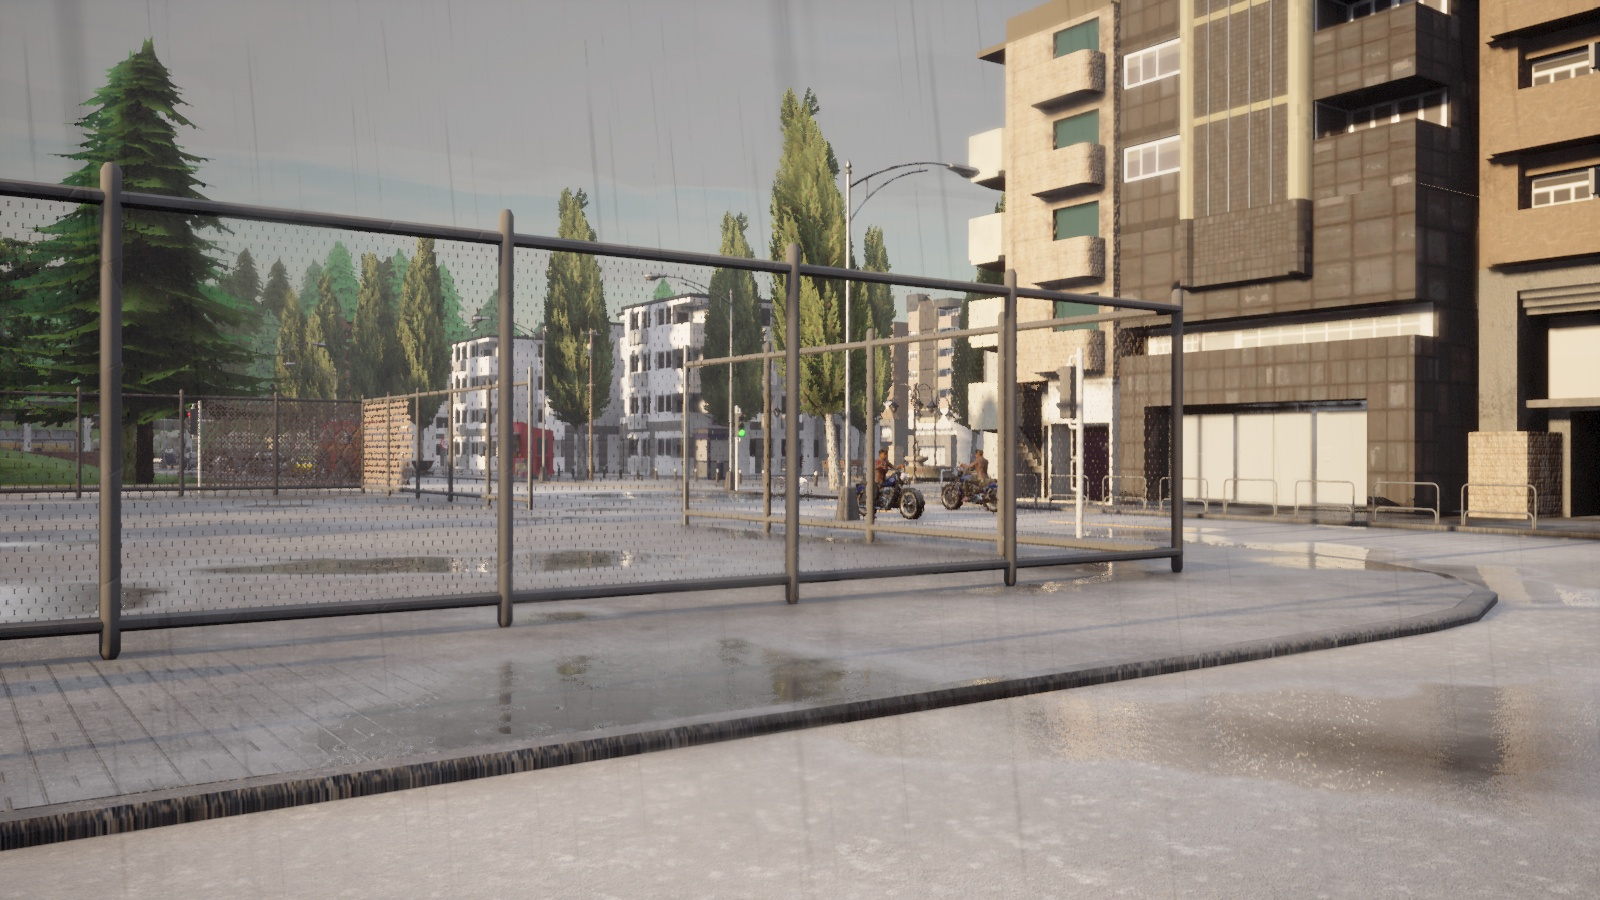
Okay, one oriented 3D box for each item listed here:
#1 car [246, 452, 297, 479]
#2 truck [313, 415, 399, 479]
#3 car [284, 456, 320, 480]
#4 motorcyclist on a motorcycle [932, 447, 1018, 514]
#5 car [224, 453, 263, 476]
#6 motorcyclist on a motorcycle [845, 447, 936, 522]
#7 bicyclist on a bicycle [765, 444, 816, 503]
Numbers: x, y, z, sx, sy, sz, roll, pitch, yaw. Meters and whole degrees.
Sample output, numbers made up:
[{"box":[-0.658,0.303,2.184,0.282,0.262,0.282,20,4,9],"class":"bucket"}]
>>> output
[{"box":[-33.676,0.940,79.935,2.033,1.649,4.856,0,0,-35],"class":"car"},{"box":[-27.867,-0.170,78.585,2.891,3.827,8.468,0,0,-35],"class":"truck"},{"box":[-29.076,1.039,73.325,1.481,1.376,2.207,0,0,-35],"class":"car"},{"box":[4.465,0.762,32.229,0.766,1.649,2.350,0,0,-35],"class":"motorcyclist on a motorcycle"},{"box":[-38.527,1.016,86.913,1.789,1.549,3.705,0,0,-35],"class":"car"},{"box":[2.035,0.759,28.723,0.766,1.649,2.350,0,0,-35],"class":"motorcyclist on a motorcycle"},{"box":[-0.305,0.710,39.071,0.659,1.776,1.843,0,0,-35],"class":"bicyclist on a bicycle"}]
